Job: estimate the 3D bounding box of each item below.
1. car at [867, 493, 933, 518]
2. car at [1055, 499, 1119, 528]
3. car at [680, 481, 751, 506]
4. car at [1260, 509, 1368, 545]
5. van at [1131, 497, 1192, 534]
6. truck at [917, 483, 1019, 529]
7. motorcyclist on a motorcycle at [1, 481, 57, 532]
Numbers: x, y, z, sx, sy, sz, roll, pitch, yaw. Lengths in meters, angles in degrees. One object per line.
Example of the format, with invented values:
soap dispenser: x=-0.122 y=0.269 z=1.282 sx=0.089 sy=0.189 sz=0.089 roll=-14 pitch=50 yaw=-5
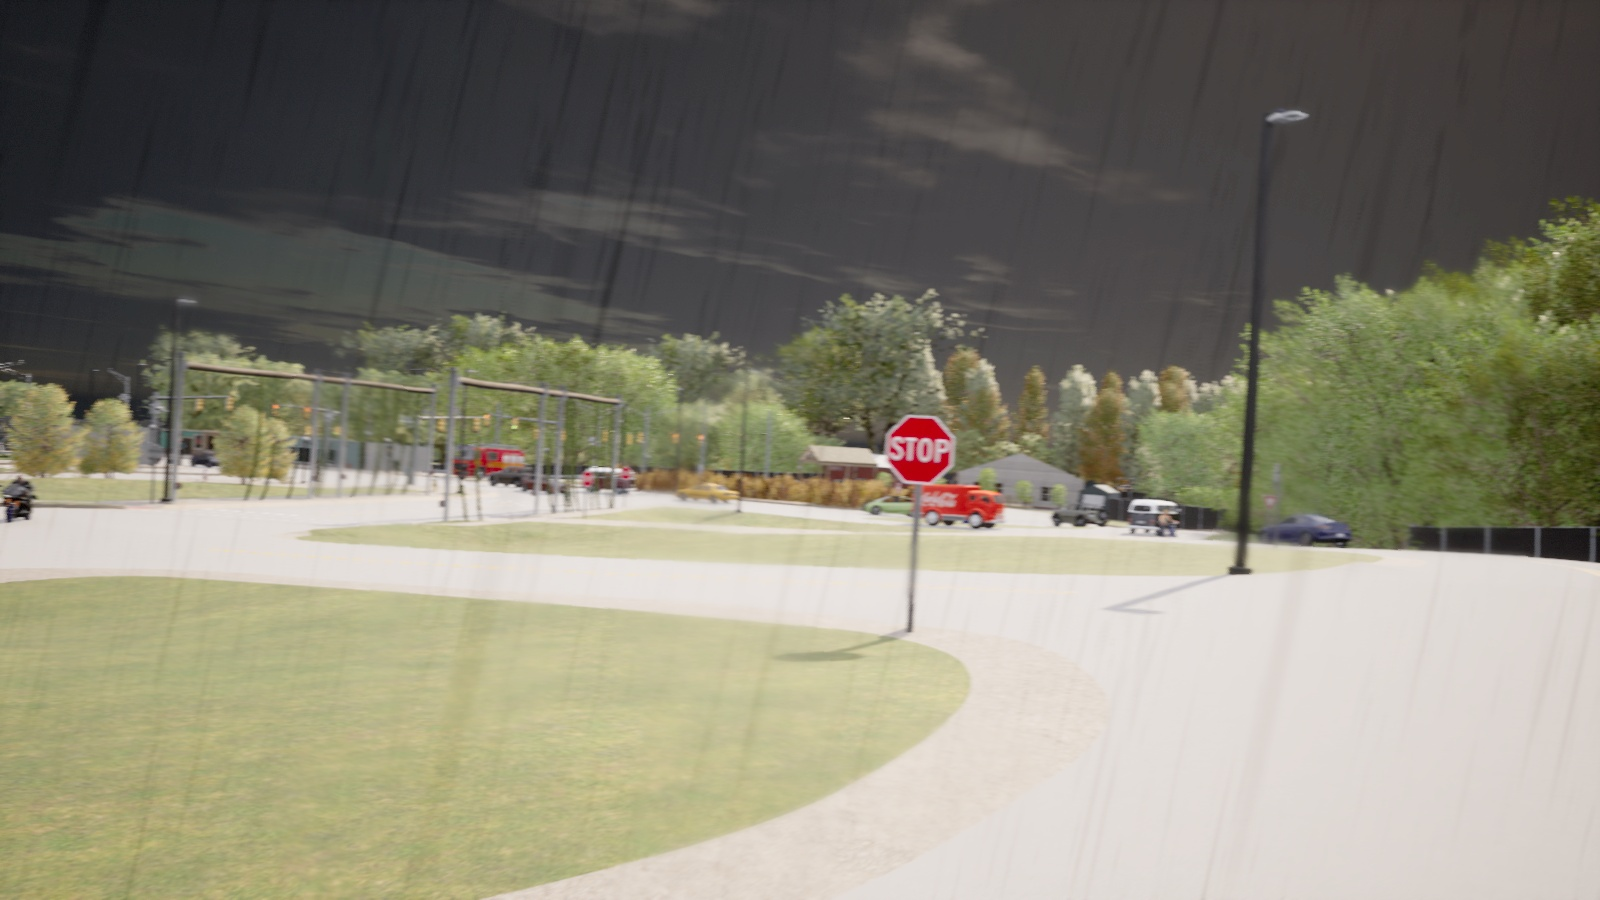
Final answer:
car: x=7.372 y=4.094 z=93.112 sx=4.514 sy=1.525 sz=2.007 roll=4 pitch=-1 yaw=-6
car: x=20.269 y=4.466 z=88.899 sx=1.932 sy=1.855 sz=4.605 roll=3 pitch=-2 yaw=-25
car: x=-6.562 y=3.363 z=97.107 sx=5.366 sy=1.575 sz=1.801 roll=2 pitch=1 yaw=33
car: x=22.055 y=3.346 z=54.053 sx=1.812 sy=1.442 sz=4.674 roll=3 pitch=-4 yaw=-15
van: x=21.336 y=3.825 z=73.992 sx=2.069 sy=2.038 sz=4.480 roll=2 pitch=-1 yaw=35
truck: x=9.818 y=3.242 z=73.543 sx=5.204 sy=2.467 sz=2.627 roll=1 pitch=-1 yaw=33
motorcyclist on a motorcycle: x=-24.771 y=1.801 z=40.398 sx=0.866 sy=1.530 sz=2.191 roll=2 pitch=-1 yaw=-14
